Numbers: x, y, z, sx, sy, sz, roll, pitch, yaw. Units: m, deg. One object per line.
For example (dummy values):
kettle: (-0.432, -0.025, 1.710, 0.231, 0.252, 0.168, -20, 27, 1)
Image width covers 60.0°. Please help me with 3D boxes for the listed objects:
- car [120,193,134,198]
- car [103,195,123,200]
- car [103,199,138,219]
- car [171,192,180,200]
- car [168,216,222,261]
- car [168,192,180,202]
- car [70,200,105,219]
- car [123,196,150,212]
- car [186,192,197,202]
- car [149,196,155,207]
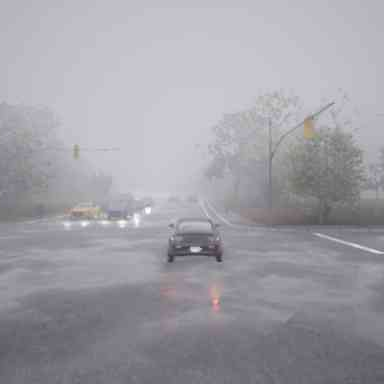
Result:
car: (-10.524, 1.226, 52.826, 2.150, 2.045, 5.566, 0, 2, 0)
car: (-10.586, 1.615, 42.173, 2.097, 1.767, 4.553, 0, 1, 0)
car: (-7.088, 1.810, 33.445, 1.882, 1.535, 5.008, 0, 0, 1)
car: (-3.603, 0.797, 73.140, 1.812, 1.442, 4.674, 0, 2, -3)
car: (0.100, 1.645, 12.626, 1.812, 1.442, 4.674, 0, -1, 0)
car: (-3.502, 1.233, 63.237, 1.895, 1.301, 4.718, 0, 2, 0)
car: (-10.599, 1.811, 33.315, 1.882, 1.535, 5.008, 0, 0, 0)
car: (-7.086, 1.743, 42.918, 2.128, 1.511, 4.902, 0, 1, 0)
car: (-0.003, 1.186, 63.530, 1.994, 1.385, 4.181, 0, 2, 0)
car: (-7.023, 1.492, 52.971, 2.128, 1.511, 4.902, 0, 2, 1)
